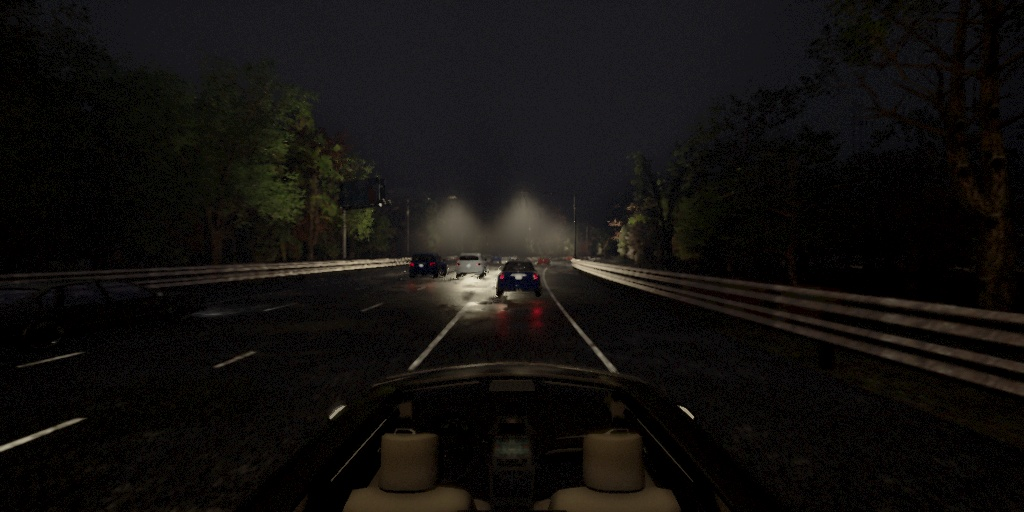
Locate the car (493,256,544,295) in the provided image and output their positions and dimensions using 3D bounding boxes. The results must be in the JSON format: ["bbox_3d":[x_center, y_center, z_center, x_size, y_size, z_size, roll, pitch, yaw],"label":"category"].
[{"bbox_3d":[0.393,0.999,18.799,2.097,1.767,4.553,0,1,2],"label":"car"}]

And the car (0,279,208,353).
[{"bbox_3d":[-10.402,1.256,8.642,2.033,1.411,5.357,0,0,0],"label":"car"}]

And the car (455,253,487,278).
[{"bbox_3d":[-3.403,0.795,30.781,2.150,2.045,5.566,0,0,0],"label":"car"}]

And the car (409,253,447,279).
[{"bbox_3d":[-6.905,0.800,29.948,2.150,2.045,5.566,0,0,0],"label":"car"}]
